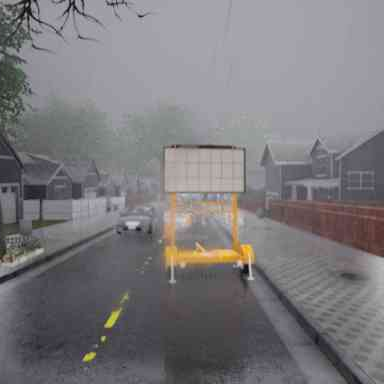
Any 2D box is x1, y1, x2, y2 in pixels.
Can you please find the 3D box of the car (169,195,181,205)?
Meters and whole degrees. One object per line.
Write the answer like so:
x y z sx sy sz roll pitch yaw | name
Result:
-2.989 1.310 59.478 2.097 1.767 4.553 0 0 0 | car

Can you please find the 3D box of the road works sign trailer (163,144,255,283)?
0.333 0.441 9.709 2.380 3.560 2.880 0 0 -8 | road works sign trailer

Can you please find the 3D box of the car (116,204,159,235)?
-2.903 1.453 18.546 2.128 1.511 4.902 0 0 0 | car
